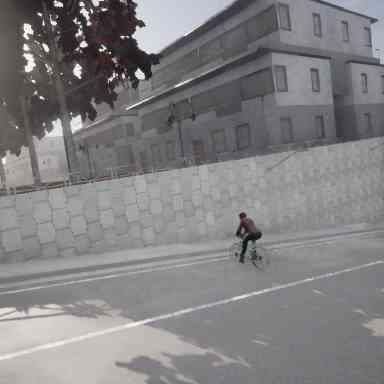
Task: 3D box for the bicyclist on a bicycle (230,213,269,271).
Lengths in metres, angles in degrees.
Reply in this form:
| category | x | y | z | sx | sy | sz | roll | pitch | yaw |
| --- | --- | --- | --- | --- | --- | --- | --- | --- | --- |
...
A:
| category | x | y | z | sx | sy | sz | roll | pitch | yaw |
| --- | --- | --- | --- | --- | --- | --- | --- | --- | --- |
| bicyclist on a bicycle | 1.629 | 1.431 | 9.774 | 0.582 | 1.620 | 1.656 | -1 | -2 | -33 |
